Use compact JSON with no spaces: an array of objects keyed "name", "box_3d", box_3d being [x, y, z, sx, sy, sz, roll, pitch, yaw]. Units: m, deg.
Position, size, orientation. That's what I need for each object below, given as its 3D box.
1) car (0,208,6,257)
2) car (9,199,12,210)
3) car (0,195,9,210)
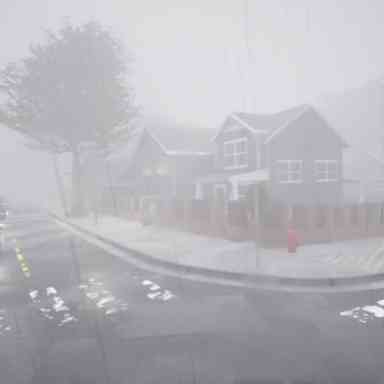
[{"name":"car","box_3d":[-8.326,1.605,12.691,2.033,1.411,5.357,-3,2,-30]},{"name":"car","box_3d":[-23.599,1.361,41.225,2.097,1.767,4.553,-3,1,-26]},{"name":"car","box_3d":[-16.366,1.248,26.984,2.150,2.045,5.566,-3,1,-28]}]
